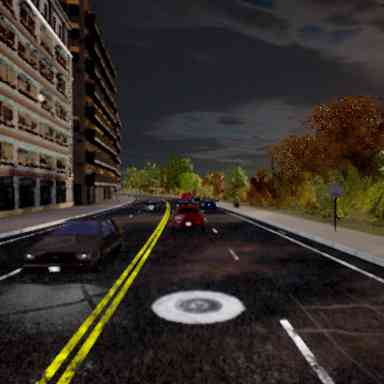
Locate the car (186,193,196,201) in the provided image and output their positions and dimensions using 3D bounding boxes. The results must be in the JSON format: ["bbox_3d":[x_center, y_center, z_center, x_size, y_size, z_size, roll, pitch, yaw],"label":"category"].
[{"bbox_3d":[0.551,1.424,60.749,2.128,1.511,4.902,0,0,-5],"label":"car"}]

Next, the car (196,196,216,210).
[{"bbox_3d":[1.936,1.522,42.578,1.994,1.385,4.181,0,0,-4],"label":"car"}]

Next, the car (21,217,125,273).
[{"bbox_3d":[-3.470,1.542,10.954,2.033,1.411,5.357,0,0,-1],"label":"car"}]

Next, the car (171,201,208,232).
[{"bbox_3d":[-0.249,1.510,19.901,1.812,1.442,4.674,0,0,-2],"label":"car"}]

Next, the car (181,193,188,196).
[{"bbox_3d":[-1.241,1.130,77.266,2.150,2.045,5.566,0,0,-7],"label":"car"}]

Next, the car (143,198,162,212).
[{"bbox_3d":[-4.419,1.461,37.717,2.128,1.511,4.902,0,0,-3],"label":"car"}]

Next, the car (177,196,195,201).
[{"bbox_3d":[-1.083,1.512,38.923,2.033,1.411,5.357,0,0,-3],"label":"car"}]
